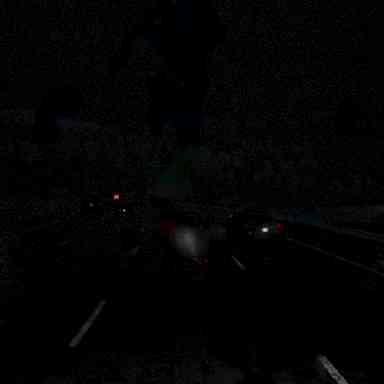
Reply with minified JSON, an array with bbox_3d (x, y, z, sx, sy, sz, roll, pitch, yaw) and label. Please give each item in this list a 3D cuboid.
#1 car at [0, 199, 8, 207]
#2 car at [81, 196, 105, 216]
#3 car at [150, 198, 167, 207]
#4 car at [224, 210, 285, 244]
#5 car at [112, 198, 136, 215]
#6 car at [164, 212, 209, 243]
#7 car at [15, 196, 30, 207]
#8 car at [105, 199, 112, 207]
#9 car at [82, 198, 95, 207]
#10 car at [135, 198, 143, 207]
[{"bbox_3d":[-34.812,2.018,60.649,1.882,1.535,5.008,-1,0,-25],"label":"car"},{"bbox_3d":[-10.869,1.424,36.199,2.150,2.045,5.566,0,0,-15],"label":"car"},{"bbox_3d":[-5.479,1.658,54.243,2.128,1.511,4.902,0,0,-20],"label":"car"},{"bbox_3d":[2.819,1.557,15.835,1.994,1.385,4.181,-1,0,-6],"label":"car"},{"bbox_3d":[-7.660,1.669,37.010,1.837,1.490,4.892,1,0,-14],"label":"car"},{"bbox_3d":[-0.440,1.636,16.443,1.895,1.301,4.718,-1,0,-7],"label":"car"},{"bbox_3d":[-31.693,1.724,62.229,2.150,2.045,5.566,-1,0,-25],"label":"car"},{"bbox_3d":[-14.301,1.848,57.839,1.994,1.385,4.181,0,0,-22],"label":"car"},{"bbox_3d":[-18.166,1.859,58.219,1.812,1.442,4.674,0,0,-23],"label":"car"},{"bbox_3d":[-9.416,1.709,54.896,2.128,1.511,4.902,0,0,-21],"label":"car"}]
